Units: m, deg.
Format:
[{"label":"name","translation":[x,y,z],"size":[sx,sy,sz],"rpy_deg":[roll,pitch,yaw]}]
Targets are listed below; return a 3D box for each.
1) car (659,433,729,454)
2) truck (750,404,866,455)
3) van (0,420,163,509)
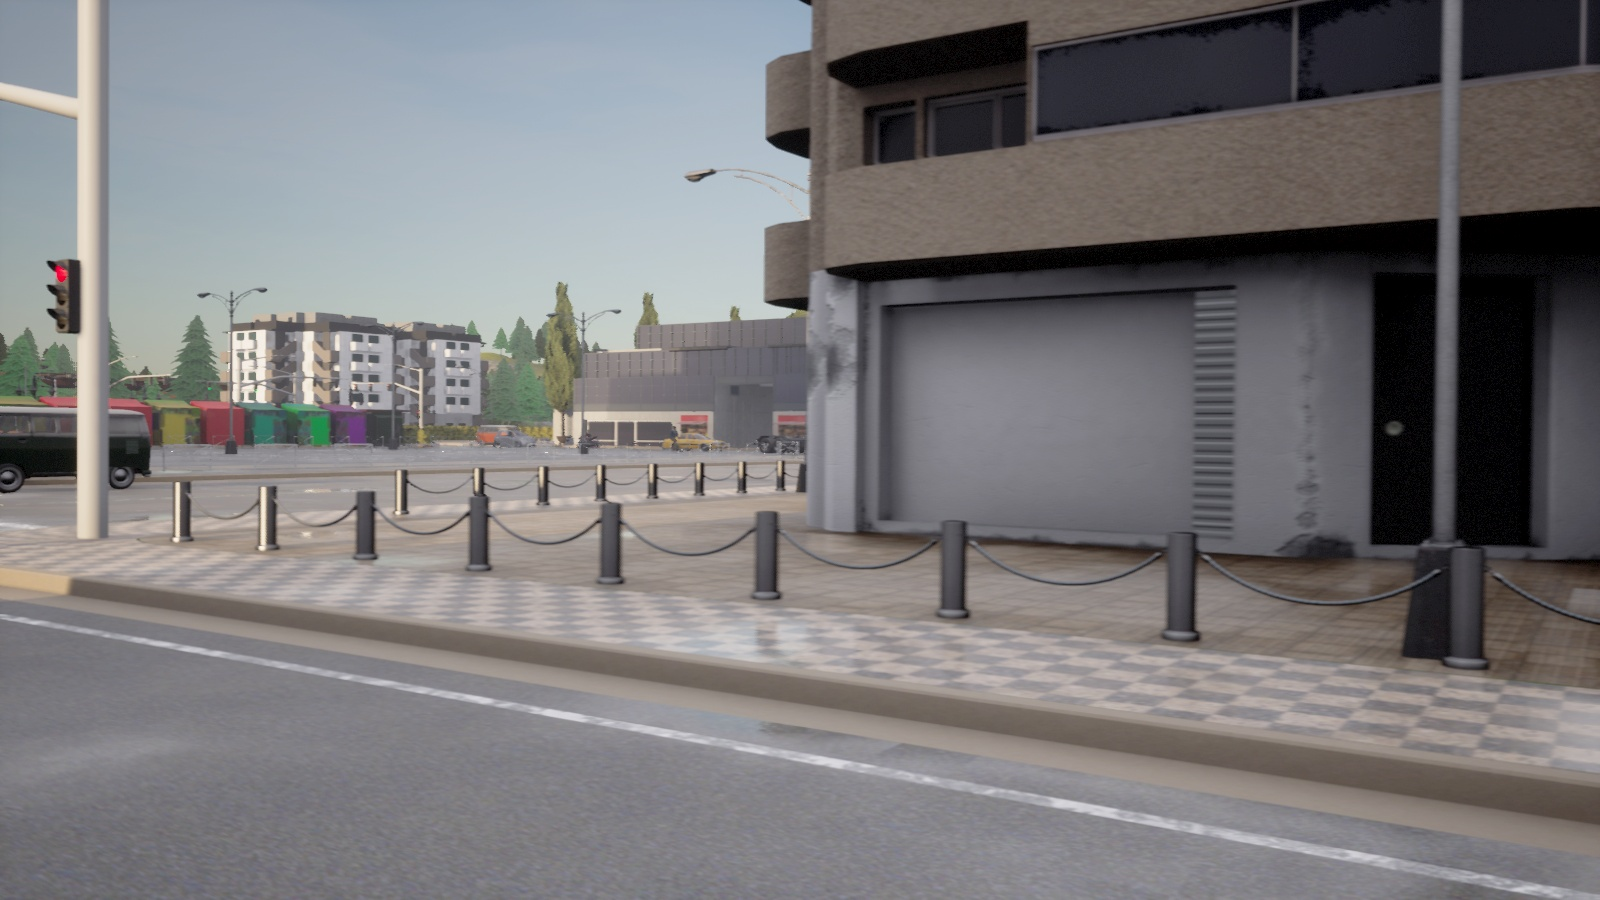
[{"label":"car","translation":[-8.007,-0.495,94.761],"size":[5.366,1.575,1.801],"rpy_deg":[0,1,35]},{"label":"truck","translation":[0.537,-1.413,88.813],"size":[7.936,3.462,2.891],"rpy_deg":[0,1,35]},{"label":"van","translation":[-17.836,0.293,29.905],"size":[1.775,1.987,4.442],"rpy_deg":[0,1,33]}]
